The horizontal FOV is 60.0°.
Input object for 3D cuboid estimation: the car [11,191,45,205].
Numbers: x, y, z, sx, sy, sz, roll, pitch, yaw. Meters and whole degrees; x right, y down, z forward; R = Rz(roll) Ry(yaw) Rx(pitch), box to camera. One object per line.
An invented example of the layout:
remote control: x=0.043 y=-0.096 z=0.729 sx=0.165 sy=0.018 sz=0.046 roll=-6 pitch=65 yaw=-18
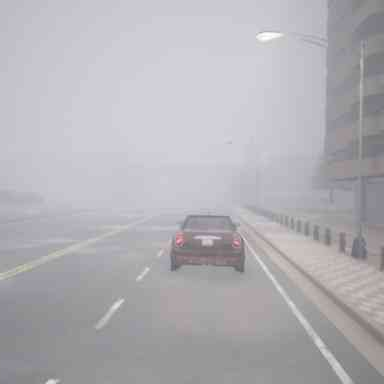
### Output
car: x=-22.127 y=0.810 z=45.483 sx=1.932 sy=1.855 sz=4.605 roll=1 pitch=0 yaw=3

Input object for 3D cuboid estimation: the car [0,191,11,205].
car: x=-25.012 y=0.752 z=45.709 sx=1.905 sy=1.878 sz=3.866 roll=1 pitch=0 yaw=3

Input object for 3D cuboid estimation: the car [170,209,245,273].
car: x=0.542 y=1.394 z=11.127 sx=2.097 sy=1.767 sz=4.553 roll=1 pitch=0 yaw=3
